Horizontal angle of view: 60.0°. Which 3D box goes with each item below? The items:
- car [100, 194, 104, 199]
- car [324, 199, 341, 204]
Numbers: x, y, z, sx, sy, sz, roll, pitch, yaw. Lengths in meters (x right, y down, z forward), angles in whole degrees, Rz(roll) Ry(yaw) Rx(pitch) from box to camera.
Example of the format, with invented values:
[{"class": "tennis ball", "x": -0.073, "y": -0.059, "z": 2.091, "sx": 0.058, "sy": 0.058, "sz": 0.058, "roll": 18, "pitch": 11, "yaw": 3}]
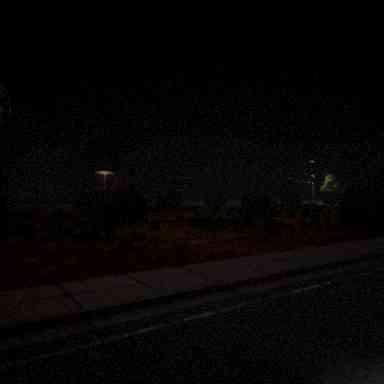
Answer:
[{"class": "car", "x": -18.758, "y": 1.409, "z": 67.508, "sx": 1.905, "sy": 1.878, "sz": 3.866, "roll": 6, "pitch": 2, "yaw": 8}, {"class": "car", "x": 34.311, "y": 2.353, "z": 80.309, "sx": 1.812, "sy": 1.442, "sz": 4.674, "roll": 1, "pitch": 0, "yaw": -38}]
